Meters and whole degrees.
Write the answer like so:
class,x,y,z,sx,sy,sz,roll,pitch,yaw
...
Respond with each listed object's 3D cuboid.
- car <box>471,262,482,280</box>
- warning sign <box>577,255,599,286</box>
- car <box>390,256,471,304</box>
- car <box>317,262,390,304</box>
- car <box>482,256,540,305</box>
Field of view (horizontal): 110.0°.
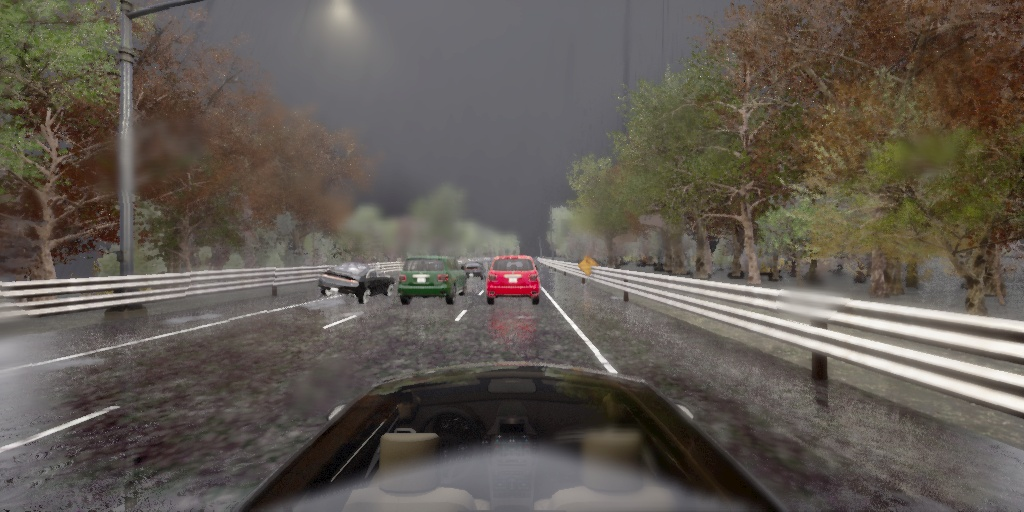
class,x,y,z,sx,sy,sz,roll,pitch,yaw
car,-3.247,1.262,31.270,1.837,1.490,4.892,0,0,1
warning sign,4.670,0.862,21.882,1.300,1.860,1.060,0,0,1
car,-3.437,1.010,16.344,2.150,2.045,5.566,0,0,0
car,-6.835,1.088,16.344,2.128,1.511,4.902,12,0,0
car,0.063,1.009,16.314,2.150,2.045,5.566,0,0,0
